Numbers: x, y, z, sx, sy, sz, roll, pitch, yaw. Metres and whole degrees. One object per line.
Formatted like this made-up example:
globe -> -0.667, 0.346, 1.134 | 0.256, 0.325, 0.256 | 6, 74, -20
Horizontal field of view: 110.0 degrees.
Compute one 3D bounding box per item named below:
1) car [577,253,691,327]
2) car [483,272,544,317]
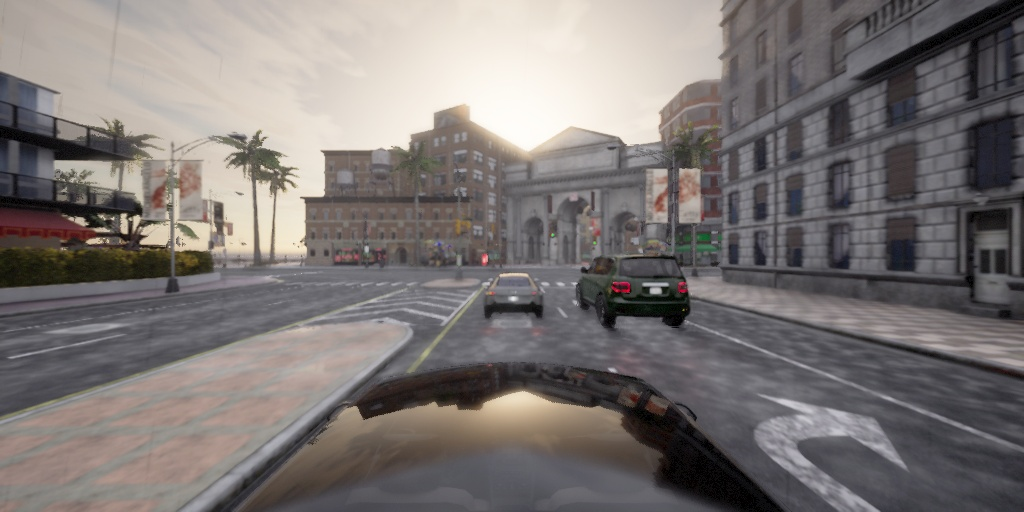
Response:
car -> 3.552, 0.941, 11.507 | 2.150, 2.045, 5.566 | 0, 0, 0
car -> 0.062, 1.278, 12.983 | 1.994, 1.385, 4.181 | 0, 0, 0
